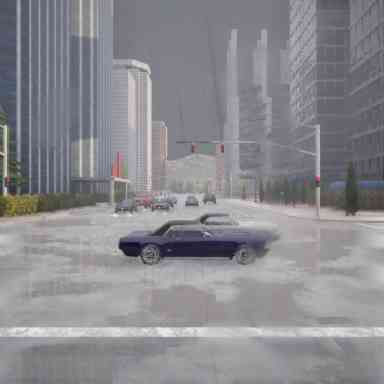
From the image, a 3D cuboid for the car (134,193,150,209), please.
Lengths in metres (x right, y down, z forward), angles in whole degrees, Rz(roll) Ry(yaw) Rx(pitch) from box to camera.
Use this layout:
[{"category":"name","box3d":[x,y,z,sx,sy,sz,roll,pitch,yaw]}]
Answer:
[{"category":"car","box3d":[-7.181,1.223,46.819,2.150,2.045,5.566,0,0,0]}]

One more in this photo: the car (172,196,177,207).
[{"category":"car","box3d":[-3.678,1.601,49.595,1.895,1.301,4.718,0,0,0]}]

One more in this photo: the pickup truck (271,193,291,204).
[{"category":"pickup truck","box3d":[16.491,1.059,61.477,2.390,2.098,6.274,0,0,30]}]

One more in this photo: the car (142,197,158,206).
[{"category":"car","box3d":[-7.194,1.547,57.605,2.033,1.411,5.357,0,0,0]}]

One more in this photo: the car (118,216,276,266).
[{"category":"car","box3d":[0.103,1.601,11.003,4.718,1.301,1.895,0,0,0]}]

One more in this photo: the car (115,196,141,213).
[{"category":"car","box3d":[-7.166,1.505,36.546,1.837,1.490,4.892,0,0,0]}]

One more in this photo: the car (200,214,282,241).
[{"category":"car","box3d":[1.421,1.601,14.493,4.718,1.301,1.895,0,0,0]}]

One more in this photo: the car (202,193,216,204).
[{"category":"car","box3d":[3.461,1.220,65.349,2.150,2.045,5.566,0,0,0]}]

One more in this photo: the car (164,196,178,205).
[{"category":"car","box3d":[-3.692,1.491,60.012,2.128,1.511,4.902,0,0,0]}]

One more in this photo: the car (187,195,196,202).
[{"category":"car","box3d":[-0.162,1.525,76.365,2.128,1.511,4.902,0,0,0]}]

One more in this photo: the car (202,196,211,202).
[{"category":"car","box3d":[3.339,1.595,76.009,1.895,1.301,4.718,0,0,0]}]

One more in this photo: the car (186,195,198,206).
[{"category":"car","box3d":[-0.015,1.564,53.772,1.994,1.385,4.181,0,0,0]}]

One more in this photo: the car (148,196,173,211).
[{"category":"car","box3d":[-3.665,1.564,39.588,1.994,1.385,4.181,0,0,0]}]
